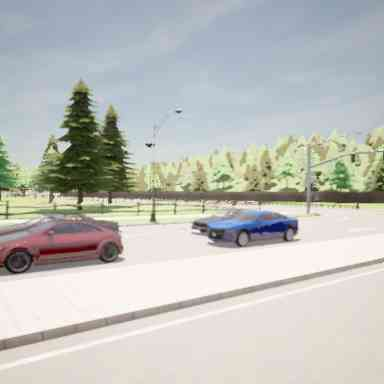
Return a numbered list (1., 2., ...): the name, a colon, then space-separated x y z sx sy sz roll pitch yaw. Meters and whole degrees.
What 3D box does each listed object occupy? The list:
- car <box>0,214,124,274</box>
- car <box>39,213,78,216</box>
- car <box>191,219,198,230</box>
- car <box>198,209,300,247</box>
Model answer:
1. car: -4.329 1.594 10.709 4.181 1.385 1.994 1 0 -36
2. car: -5.688 1.587 14.033 5.357 1.411 2.033 1 0 -35
3. car: 2.545 1.703 19.811 5.357 1.411 2.033 1 0 -35
4. car: 3.007 1.611 15.869 5.008 1.535 1.882 1 0 -35
